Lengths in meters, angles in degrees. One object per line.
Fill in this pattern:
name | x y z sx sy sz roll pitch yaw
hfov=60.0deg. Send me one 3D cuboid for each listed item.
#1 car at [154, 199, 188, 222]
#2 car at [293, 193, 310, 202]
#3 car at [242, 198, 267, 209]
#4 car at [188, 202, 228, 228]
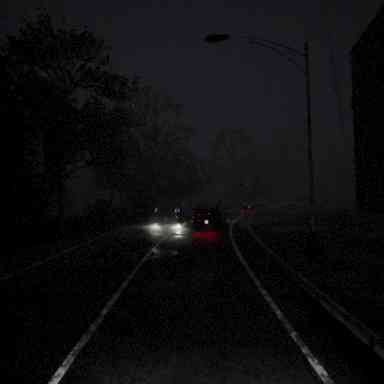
car | -1.384 1.340 25.951 2.097 1.767 4.553 -1 0 13
car | 20.707 1.045 61.892 4.902 1.511 2.128 -2 -3 -40
car | 7.748 1.382 40.914 1.895 1.301 4.718 -3 -1 28
car | 1.220 1.443 21.576 1.837 1.490 4.892 -1 0 9
